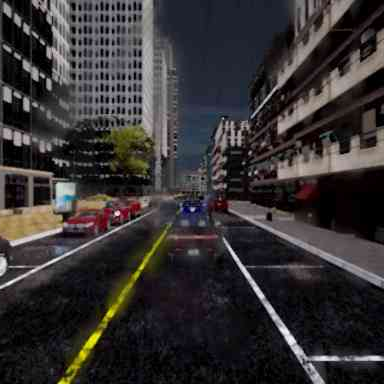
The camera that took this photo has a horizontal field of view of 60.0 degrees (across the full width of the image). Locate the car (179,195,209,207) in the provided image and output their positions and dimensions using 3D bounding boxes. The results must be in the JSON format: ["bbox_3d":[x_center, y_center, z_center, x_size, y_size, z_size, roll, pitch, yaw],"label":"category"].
[{"bbox_3d":[0.054,1.355,26.784,2.097,1.767,4.553,0,0,0],"label":"car"}]

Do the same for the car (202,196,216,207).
[{"bbox_3d":[2.665,1.455,51.708,1.967,1.590,4.097,0,0,0],"label":"car"}]

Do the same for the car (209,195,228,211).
[{"bbox_3d":[2.672,1.322,35.055,2.192,1.841,5.009,0,0,0],"label":"car"}]

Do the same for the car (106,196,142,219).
[{"bbox_3d":[-5.706,1.320,29.499,2.192,1.841,5.009,0,0,0],"label":"car"}]

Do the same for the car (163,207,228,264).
[{"bbox_3d":[0.061,1.492,11.800,2.128,1.511,4.902,0,0,0],"label":"car"}]

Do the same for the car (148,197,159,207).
[{"bbox_3d":[-5.715,1.580,51.703,1.947,1.339,4.313,0,0,0],"label":"car"}]

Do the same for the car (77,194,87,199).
[{"bbox_3d":[-27.512,1.096,79.900,4.313,1.339,1.947,1,-1,-1],"label":"car"}]

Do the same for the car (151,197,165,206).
[{"bbox_3d":[-5.717,1.583,56.949,1.947,1.339,4.313,0,0,0],"label":"car"}]

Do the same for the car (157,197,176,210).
[{"bbox_3d":[-3.113,1.611,43.985,1.895,1.301,4.718,0,0,0],"label":"car"}]

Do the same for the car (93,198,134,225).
[{"bbox_3d":[-5.704,1.443,23.948,1.967,1.590,4.097,0,0,0],"label":"car"}]

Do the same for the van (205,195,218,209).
[{"bbox_3d":[2.667,1.353,46.157,1.690,1.788,3.998,0,0,0],"label":"van"}]

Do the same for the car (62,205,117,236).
[{"bbox_3d":[-5.701,1.584,18.397,1.802,1.307,4.206,0,0,0],"label":"car"}]

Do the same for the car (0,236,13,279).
[{"bbox_3d":[-5.696,1.551,7.295,2.008,1.369,4.403,0,0,0],"label":"car"}]

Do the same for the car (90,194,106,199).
[{"bbox_3d":[-22.067,1.157,80.052,4.829,1.417,1.752,1,-1,-1],"label":"car"}]
